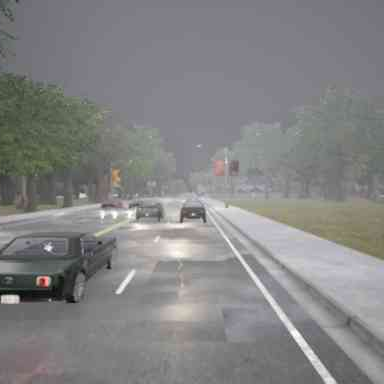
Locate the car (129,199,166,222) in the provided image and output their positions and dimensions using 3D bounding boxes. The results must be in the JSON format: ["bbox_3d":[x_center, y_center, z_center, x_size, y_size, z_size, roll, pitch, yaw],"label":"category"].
[{"bbox_3d":[-3.164,1.413,25.868,2.128,1.511,4.902,0,0,0],"label":"car"}]

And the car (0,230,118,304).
[{"bbox_3d":[-3.154,1.575,8.013,1.895,1.301,4.718,0,0,0],"label":"car"}]

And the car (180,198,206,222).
[{"bbox_3d":[0.087,1.398,25.619,1.882,1.535,5.008,0,0,0],"label":"car"}]

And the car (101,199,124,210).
[{"bbox_3d":[-9.821,1.499,41.175,1.895,1.301,4.718,0,0,0],"label":"car"}]

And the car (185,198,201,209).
[{"bbox_3d":[0.074,1.457,43.145,1.994,1.385,4.181,0,0,0],"label":"car"}]
